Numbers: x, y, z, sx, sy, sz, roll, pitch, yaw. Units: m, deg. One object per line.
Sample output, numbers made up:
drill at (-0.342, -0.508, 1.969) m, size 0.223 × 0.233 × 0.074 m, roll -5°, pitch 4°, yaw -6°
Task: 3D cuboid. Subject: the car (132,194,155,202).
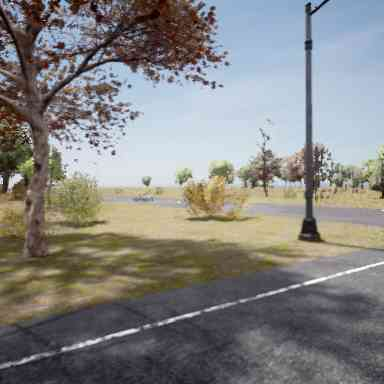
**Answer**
car at (-7.907, 0.896, 54.200) m, size 1.895 × 1.301 × 4.718 m, roll -1°, pitch 1°, yaw -35°
